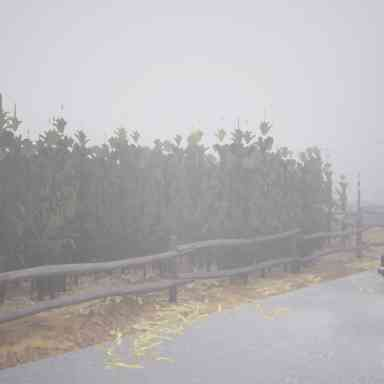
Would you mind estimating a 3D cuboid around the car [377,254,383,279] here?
[{"bbox_3d":[6.508,1.601,7.978,4.718,1.301,1.895,0,0,-34],"label":"car"}]

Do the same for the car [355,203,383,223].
[{"bbox_3d":[13.092,1.526,22.760,1.812,1.442,4.674,0,0,-32],"label":"car"}]
